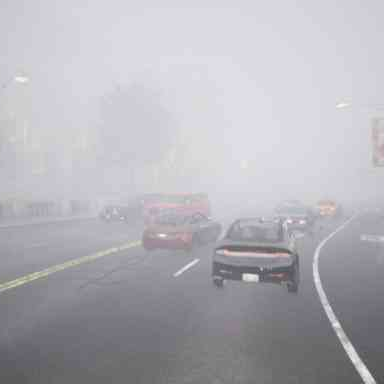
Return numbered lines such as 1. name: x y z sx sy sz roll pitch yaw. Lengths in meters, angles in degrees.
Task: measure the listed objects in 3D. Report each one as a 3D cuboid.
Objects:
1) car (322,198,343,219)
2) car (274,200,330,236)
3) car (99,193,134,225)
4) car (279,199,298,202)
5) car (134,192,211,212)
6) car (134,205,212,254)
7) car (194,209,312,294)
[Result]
1. car: 10.856 1.225 26.558 1.801 1.575 5.366 0 1 31
2. car: 5.745 1.394 17.654 2.033 1.411 5.357 0 1 29
3. car: -3.685 1.110 22.547 2.150 2.045 5.566 0 1 31
4. car: 8.855 1.289 29.864 2.033 1.411 5.357 0 1 30
5. car: -0.760 1.031 20.612 2.150 2.045 5.566 0 0 31
6. car: -0.245 1.450 13.284 1.994 1.385 4.181 0 0 22
7. car: 1.792 1.415 8.730 2.128 1.511 4.902 0 0 16
